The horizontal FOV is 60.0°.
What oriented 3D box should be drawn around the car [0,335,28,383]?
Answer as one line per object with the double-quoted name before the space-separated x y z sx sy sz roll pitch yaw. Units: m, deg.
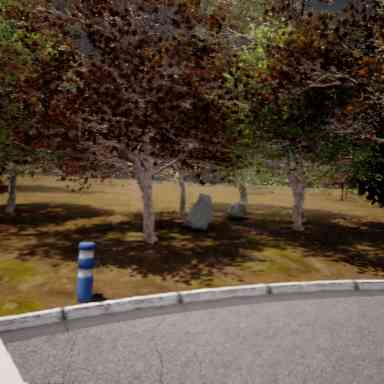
"car" -3.426 1.517 1.460 4.718 1.301 1.895 -1 2 -39
